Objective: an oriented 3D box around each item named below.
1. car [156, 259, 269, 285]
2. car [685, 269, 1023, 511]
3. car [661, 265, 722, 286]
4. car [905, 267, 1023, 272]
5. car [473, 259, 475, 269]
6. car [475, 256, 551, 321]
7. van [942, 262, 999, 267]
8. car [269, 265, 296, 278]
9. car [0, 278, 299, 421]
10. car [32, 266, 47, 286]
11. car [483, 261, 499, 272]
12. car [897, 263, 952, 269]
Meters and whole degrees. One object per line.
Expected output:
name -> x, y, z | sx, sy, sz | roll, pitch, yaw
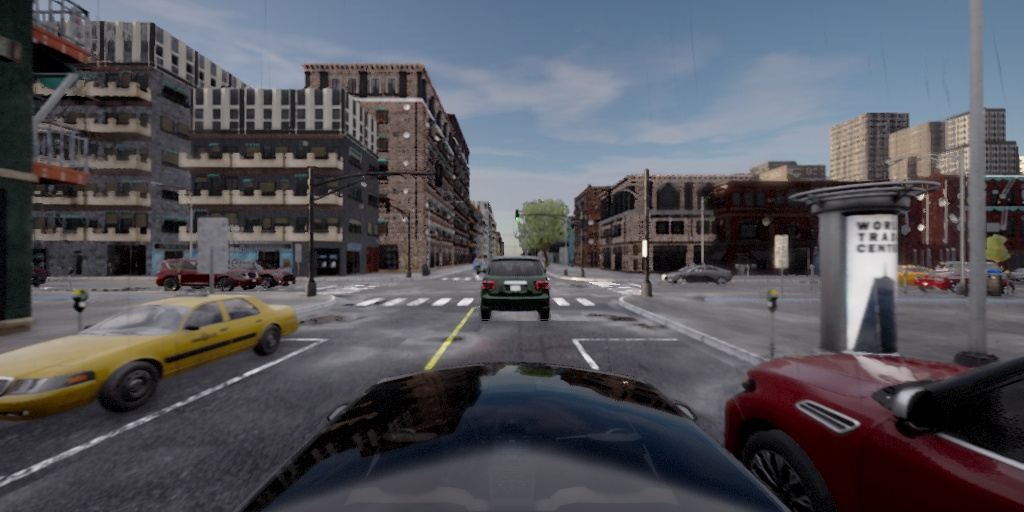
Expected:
car -> -17.280, 1.087, 20.512 | 5.009, 1.841, 2.192 | 0, 0, 0
car -> 2.690, 1.061, 0.745 | 2.192, 1.841, 5.009 | 0, 0, 0
car -> 13.619, 1.406, 26.538 | 4.902, 1.511, 2.128 | 0, 0, 0
car -> 26.143, 1.494, 20.775 | 4.507, 1.381, 1.888 | 0, 0, 0
car -> -3.096, 1.424, 41.992 | 2.128, 1.511, 4.902 | 0, 0, 0
car -> 0.100, 1.015, 12.874 | 2.150, 2.045, 5.566 | 0, 0, 0
van -> 37.131, 1.375, 29.288 | 3.998, 1.789, 1.690 | 0, 0, 0
car -> -16.480, 1.139, 23.079 | 4.553, 1.767, 2.097 | 0, 0, 1
car -> -5.693, 1.293, 6.114 | 1.751, 1.417, 4.829 | 0, 0, 0
car -> -32.893, 1.300, 22.994 | 4.181, 1.385, 1.994 | 0, 0, 0
car -> -3.075, 1.547, 53.971 | 2.033, 1.411, 5.357 | 0, 0, 0
car -> 28.834, 1.461, 26.636 | 5.008, 1.535, 1.882 | 0, 0, 0
